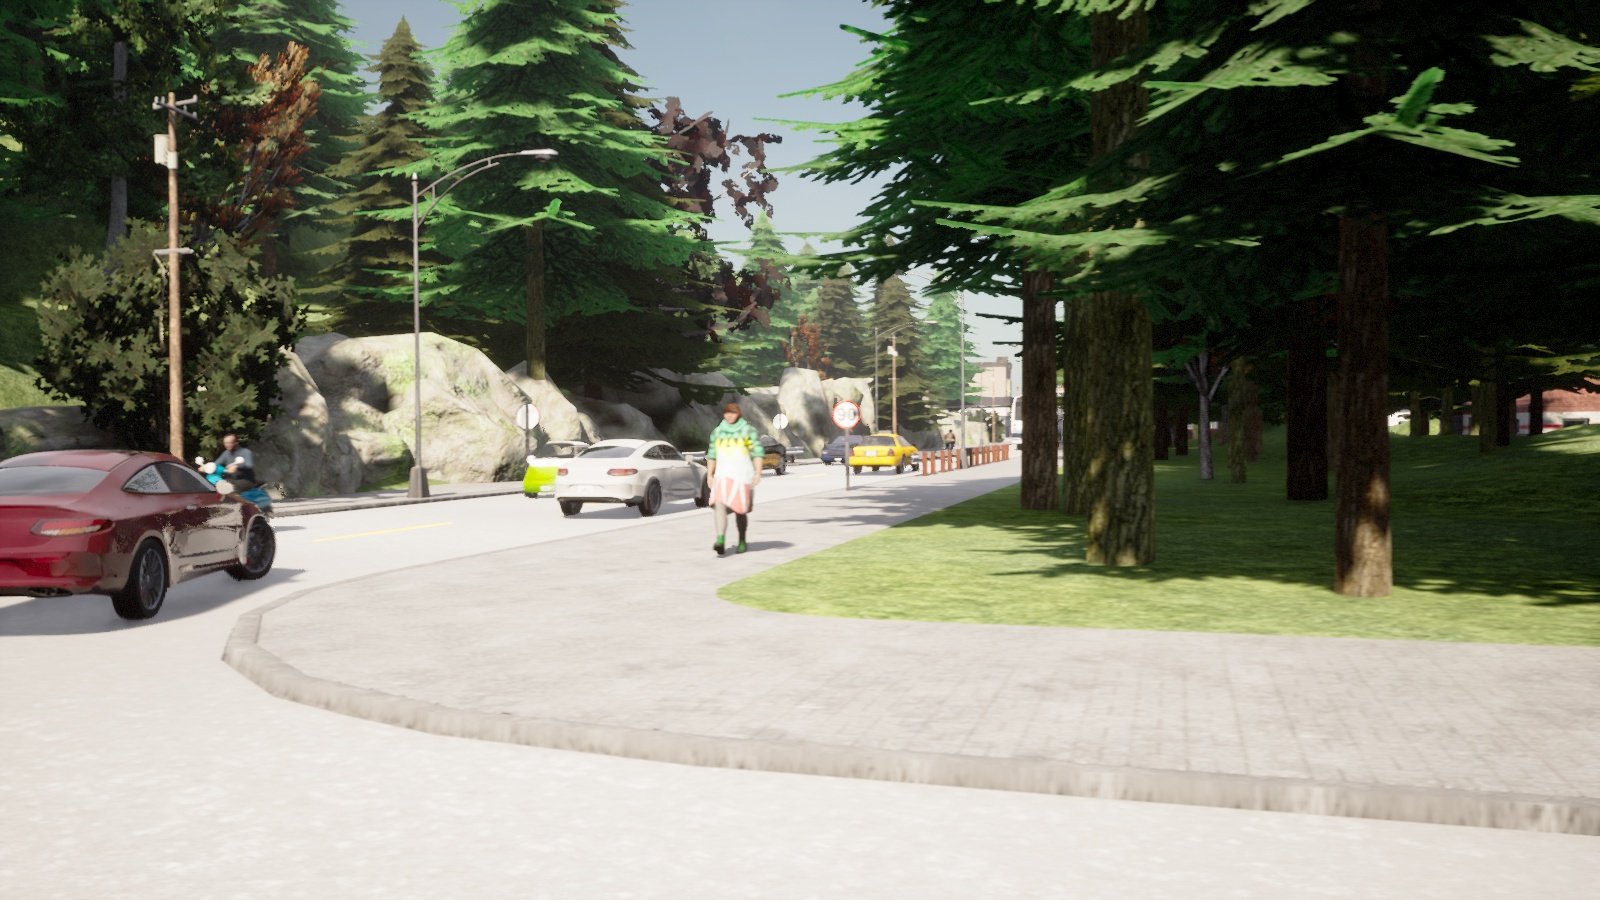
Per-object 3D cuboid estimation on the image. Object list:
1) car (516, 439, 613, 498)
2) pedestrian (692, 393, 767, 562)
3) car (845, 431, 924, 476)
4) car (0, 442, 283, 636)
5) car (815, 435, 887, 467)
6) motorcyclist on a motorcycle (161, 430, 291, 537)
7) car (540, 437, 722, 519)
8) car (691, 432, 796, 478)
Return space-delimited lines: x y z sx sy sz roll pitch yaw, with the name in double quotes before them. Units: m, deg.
"car" -5.710 0.421 30.578 1.481 1.376 2.207 0 1 16
"pedestrian" -0.828 0.313 14.972 0.659 1.952 0.873 0 1 15
"car" 3.196 0.070 46.615 1.801 1.575 5.366 0 1 16
"car" -6.572 0.673 11.920 1.812 1.442 4.674 0 1 -6
"car" 2.422 0.006 58.101 2.033 1.411 5.357 0 1 17
"motorcyclist on a motorcycle" -8.938 0.482 19.643 0.866 1.590 1.817 0 1 16
"car" -3.216 0.479 24.918 1.812 1.442 4.674 0 1 17
"car" -1.874 0.130 43.571 2.128 1.511 4.902 0 1 16
